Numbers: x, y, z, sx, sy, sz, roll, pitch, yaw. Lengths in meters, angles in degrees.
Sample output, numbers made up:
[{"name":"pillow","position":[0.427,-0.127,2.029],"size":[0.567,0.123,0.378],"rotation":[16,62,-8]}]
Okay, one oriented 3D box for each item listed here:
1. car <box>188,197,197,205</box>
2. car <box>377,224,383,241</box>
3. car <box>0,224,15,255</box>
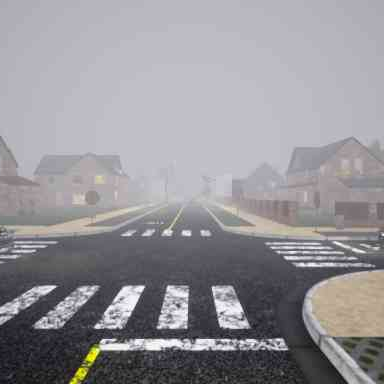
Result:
[{"name":"car","position":[0.071,1.782,65.930],"size":[2.033,1.411,5.357],"rotation":[0,0,0]},{"name":"car","position":[10.485,1.572,14.034],"size":[4.892,1.490,1.837],"rotation":[0,0,0]},{"name":"car","position":[-8.451,1.329,11.052],"size":[4.553,1.767,2.097],"rotation":[0,0,0]}]
